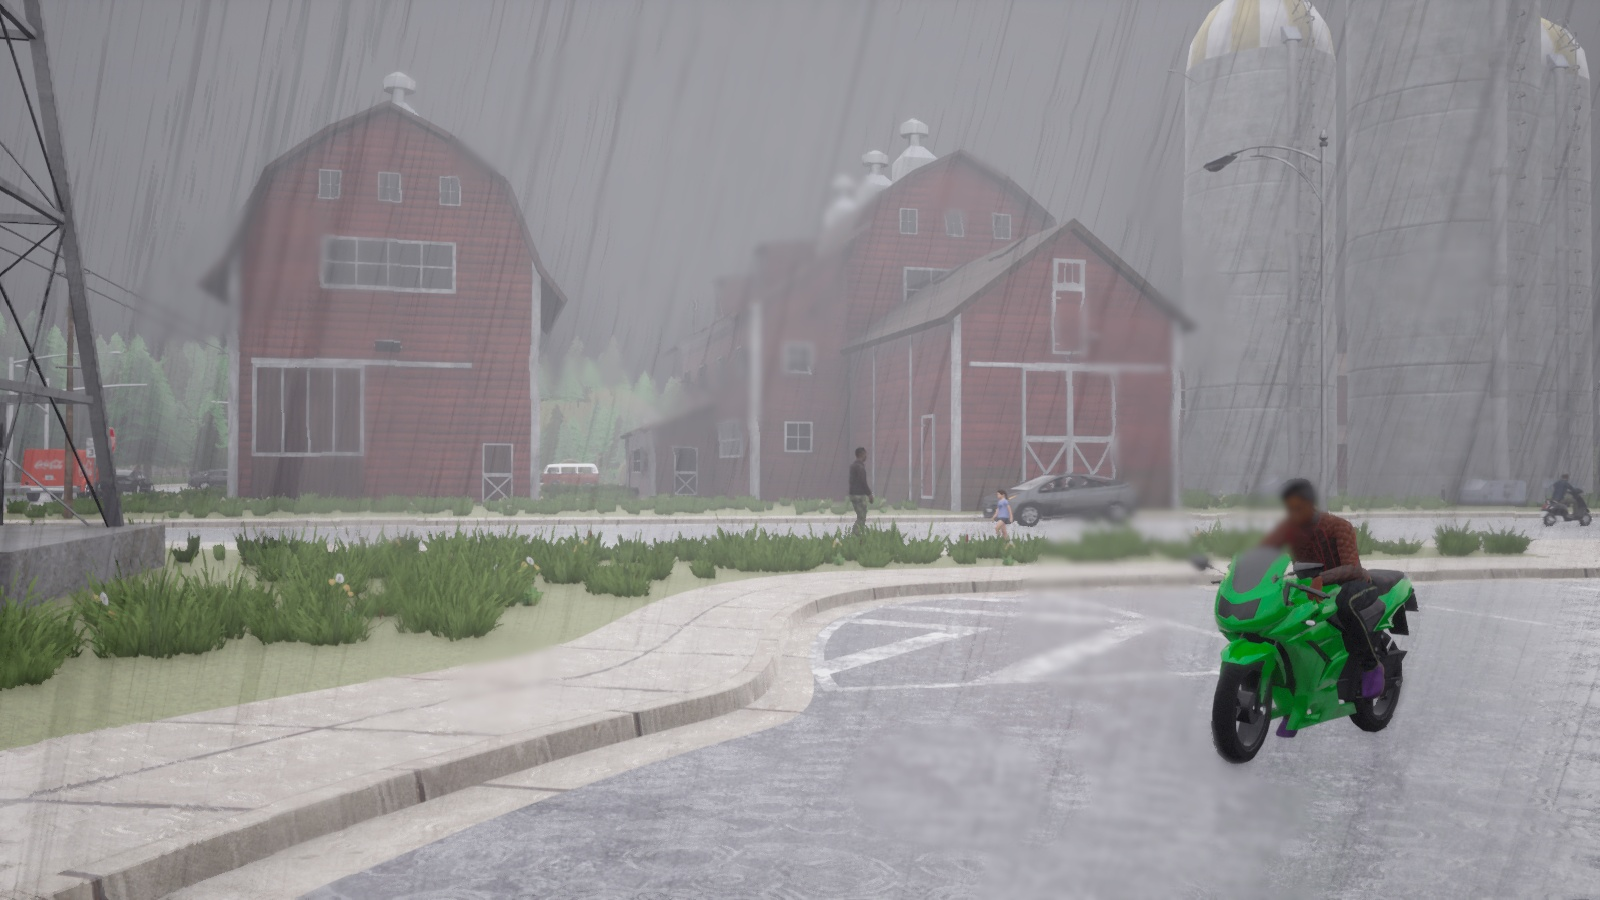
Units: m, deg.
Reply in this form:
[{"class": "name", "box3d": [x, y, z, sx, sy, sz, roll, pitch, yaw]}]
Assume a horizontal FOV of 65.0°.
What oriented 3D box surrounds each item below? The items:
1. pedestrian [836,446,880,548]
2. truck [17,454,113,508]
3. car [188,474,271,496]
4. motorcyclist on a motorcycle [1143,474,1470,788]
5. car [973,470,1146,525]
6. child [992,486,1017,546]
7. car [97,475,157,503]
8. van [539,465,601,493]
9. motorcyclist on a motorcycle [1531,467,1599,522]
[{"class": "pedestrian", "box3d": [1.058, 0.851, 22.954, 0.703, 1.840, 0.431, 0, -1, -14]}, {"class": "truck", "box3d": [-35.317, 1.487, 60.529, 2.627, 2.467, 5.204, 0, -1, -14]}, {"class": "car", "box3d": [-38.903, 2.393, 85.721, 4.892, 1.490, 1.837, 0, -1, -15]}, {"class": "motorcyclist on a motorcycle", "box3d": [2.901, 0.904, 7.094, 2.044, 1.523, 0.797, 1, -1, -39]}, {"class": "car", "box3d": [7.532, 1.347, 36.652, 4.514, 1.525, 2.007, 0, -1, -15]}, {"class": "child", "box3d": [3.848, 1.231, 23.619, 0.394, 1.110, 0.255, 0, -1, -17]}, {"class": "car", "box3d": [-37.836, 2.160, 70.686, 1.837, 1.490, 4.892, 0, -1, -14]}, {"class": "van", "box3d": [-17.421, 2.179, 95.090, 4.480, 2.038, 2.069, 0, -1, -15]}, {"class": "motorcyclist on a motorcycle", "box3d": [22.693, 1.299, 37.075, 1.817, 1.590, 0.866, 0, -1, -15]}]
